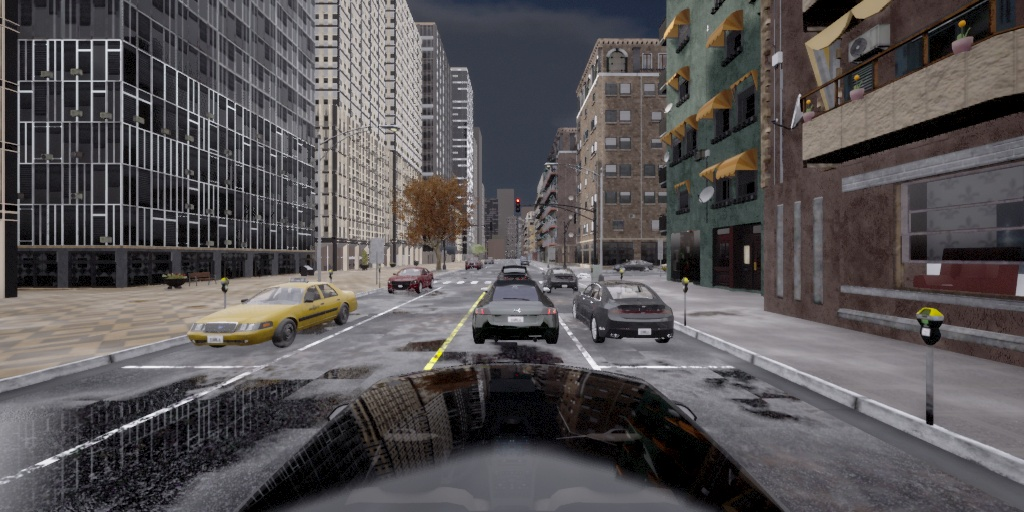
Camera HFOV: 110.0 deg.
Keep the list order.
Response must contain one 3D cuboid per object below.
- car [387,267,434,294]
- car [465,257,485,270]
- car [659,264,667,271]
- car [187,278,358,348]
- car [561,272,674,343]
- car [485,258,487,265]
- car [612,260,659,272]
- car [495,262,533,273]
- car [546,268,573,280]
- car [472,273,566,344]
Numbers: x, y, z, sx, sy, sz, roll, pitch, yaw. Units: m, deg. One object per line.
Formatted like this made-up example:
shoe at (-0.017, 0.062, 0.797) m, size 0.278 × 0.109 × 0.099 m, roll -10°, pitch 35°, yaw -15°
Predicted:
car at (-5.687, 1.299, 20.518) m, size 1.888 × 1.381 × 4.507 m, roll 0°, pitch 0°, yaw 0°
car at (-5.679, 1.098, 52.906) m, size 2.192 × 1.841 × 5.009 m, roll 0°, pitch 0°, yaw 0°
car at (18.841, 1.006, 39.983) m, size 4.829 × 1.417 × 1.751 m, roll 0°, pitch 0°, yaw -1°
car at (-5.690, 1.276, 9.283) m, size 1.751 × 1.417 × 4.829 m, roll 0°, pitch 0°, yaw 0°
car at (2.691, 1.301, 9.450) m, size 2.007 × 1.370 × 4.403 m, roll 0°, pitch 0°, yaw 0°
car at (-5.677, 1.356, 58.429) m, size 1.948 × 1.339 × 4.313 m, roll 0°, pitch 0°, yaw 0°
car at (13.444, 1.108, 39.929) m, size 4.403 × 1.370 × 2.007 m, roll 0°, pitch 0°, yaw -1°
car at (0.109, 1.259, 19.647) m, size 1.837 × 1.490 × 4.892 m, roll 0°, pitch 0°, yaw -1°
car at (2.693, 1.305, 20.516) m, size 2.007 × 1.370 × 4.403 m, roll 0°, pitch 0°, yaw 0°
car at (0.089, 1.315, 9.598) m, size 1.994 × 1.385 × 4.181 m, roll 0°, pitch 0°, yaw 0°
